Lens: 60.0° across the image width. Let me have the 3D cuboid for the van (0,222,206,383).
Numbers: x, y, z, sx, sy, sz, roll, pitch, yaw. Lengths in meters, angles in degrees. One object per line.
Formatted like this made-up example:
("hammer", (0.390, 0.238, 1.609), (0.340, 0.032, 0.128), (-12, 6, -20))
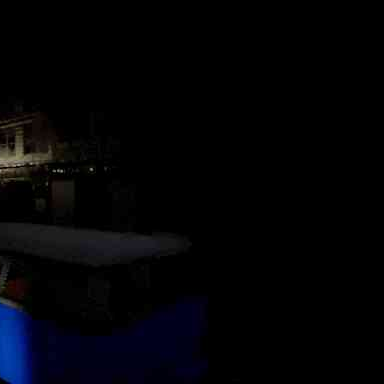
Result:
("van", (-1.752, 1.341, 4.126), (3.998, 1.788, 1.690), (0, 0, 36))
